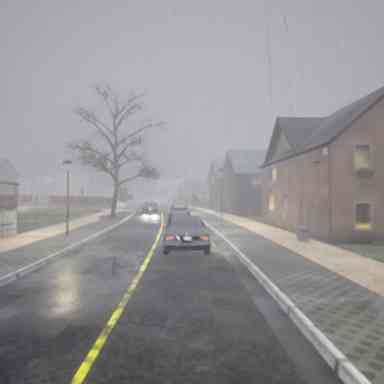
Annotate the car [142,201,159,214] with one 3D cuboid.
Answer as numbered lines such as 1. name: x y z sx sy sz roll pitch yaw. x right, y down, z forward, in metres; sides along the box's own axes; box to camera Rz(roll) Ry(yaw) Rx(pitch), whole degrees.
1. car: -5.139 1.879 41.239 2.128 1.511 4.902 0 -1 -6

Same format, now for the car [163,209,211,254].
1. car: -0.257 1.681 14.067 2.033 1.411 5.357 0 -1 -2

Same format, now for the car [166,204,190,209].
1. car: -1.185 1.771 29.404 2.128 1.511 4.902 0 0 -5
